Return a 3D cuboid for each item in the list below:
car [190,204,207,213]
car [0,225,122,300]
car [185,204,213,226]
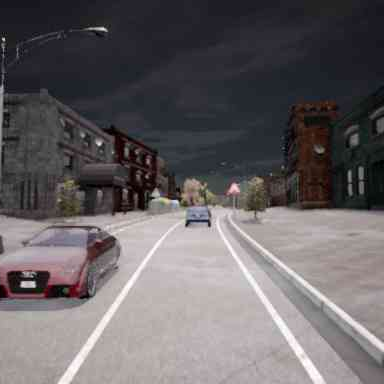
[{"bbox_3d":[1.018,2.555,52.235,1.812,1.442,4.674,-1,-2,11],"label":"car"},{"bbox_3d":[-3.064,1.541,8.238,1.994,1.385,4.181,0,0,0],"label":"car"},{"bbox_3d":[0.564,1.698,24.713,2.033,1.411,5.357,0,-1,4],"label":"car"}]
